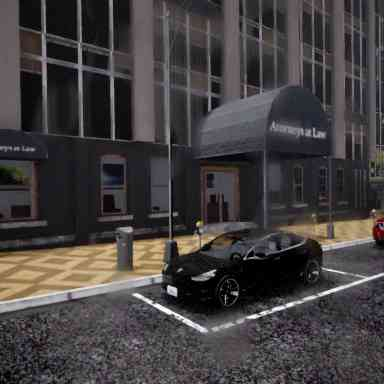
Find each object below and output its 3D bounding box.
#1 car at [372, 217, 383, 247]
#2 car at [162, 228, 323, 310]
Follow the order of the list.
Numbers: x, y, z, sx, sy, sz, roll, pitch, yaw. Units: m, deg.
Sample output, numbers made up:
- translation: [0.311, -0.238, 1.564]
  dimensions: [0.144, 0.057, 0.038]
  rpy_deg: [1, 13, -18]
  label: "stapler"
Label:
- translation: [9.620, 1.310, 14.038]
  dimensions: [5.009, 1.841, 2.192]
  rpy_deg: [0, -1, -37]
  label: "car"
- translation: [1.348, 1.564, 7.830]
  dimensions: [4.313, 1.339, 1.947]
  rpy_deg: [0, -1, -37]
  label: "car"
